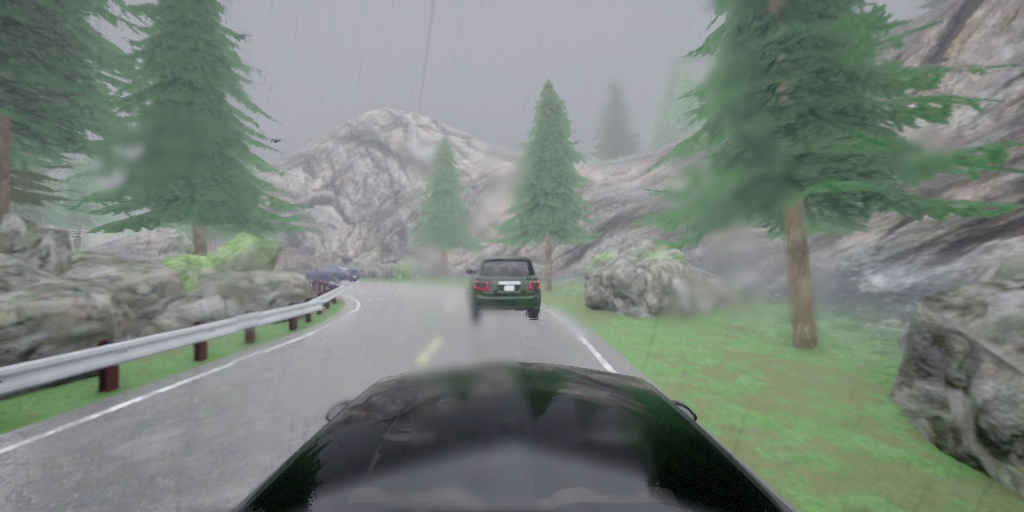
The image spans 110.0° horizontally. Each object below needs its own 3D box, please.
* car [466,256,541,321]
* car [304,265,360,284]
[{"bbox_3d":[-0.448,1.037,13.001,2.150,2.045,5.566,0,0,-8],"label":"car"},{"bbox_3d":[-14.379,1.430,28.581,4.674,1.442,1.812,0,-1,19],"label":"car"}]
